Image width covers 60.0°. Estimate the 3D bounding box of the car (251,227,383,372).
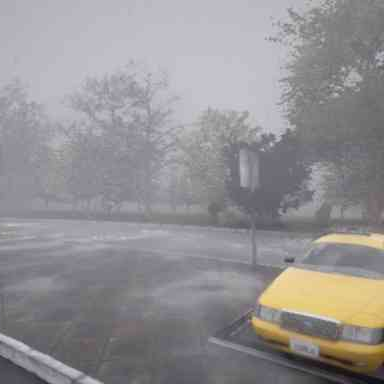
[{"bbox_3d":[2.851,1.456,6.012,1.946,1.575,5.366,0,0,36],"label":"car"}]
